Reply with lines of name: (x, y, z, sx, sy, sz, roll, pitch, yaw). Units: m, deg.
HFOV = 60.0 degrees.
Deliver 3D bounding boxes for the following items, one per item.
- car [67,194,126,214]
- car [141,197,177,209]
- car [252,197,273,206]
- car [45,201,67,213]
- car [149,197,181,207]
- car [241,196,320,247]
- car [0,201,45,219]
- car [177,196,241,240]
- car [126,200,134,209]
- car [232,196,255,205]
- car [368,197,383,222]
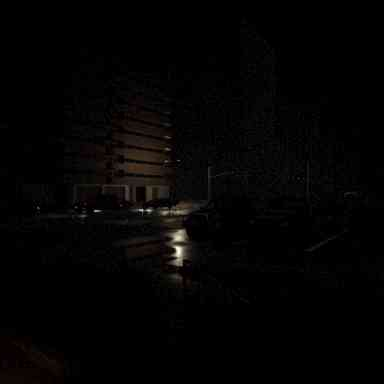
car: (-10.295, 1.221, 36.288, 2.150, 2.045, 5.566, 0, 0, 34)
car: (-4.487, 1.547, 44.925, 2.033, 1.411, 5.357, 0, 0, 34)
car: (12.101, 1.526, 56.746, 1.812, 1.442, 4.674, 0, 0, 34)
car: (-15.317, 1.601, 35.090, 1.895, 1.301, 4.718, 0, 0, 34)
car: (-4.110, 1.547, 51.711, 2.033, 1.411, 5.357, 0, 0, 35)
car: (3.920, 1.156, 14.329, 1.905, 1.878, 3.866, 0, 0, 34)
car: (-15.400, 1.564, 28.687, 1.994, 1.385, 4.181, 0, 0, 34)
car: (1.553, 1.153, 15.995, 1.932, 1.855, 4.605, 0, 0, 34)
car: (-9.942, 1.547, 43.095, 2.033, 1.411, 5.357, 0, 0, 34)
car: (9.168, 1.491, 58.649, 2.128, 1.511, 4.902, 0, 0, 34)
car: (15.945, 1.395, 27.283, 1.970, 1.475, 3.806, 0, 0, 34)
